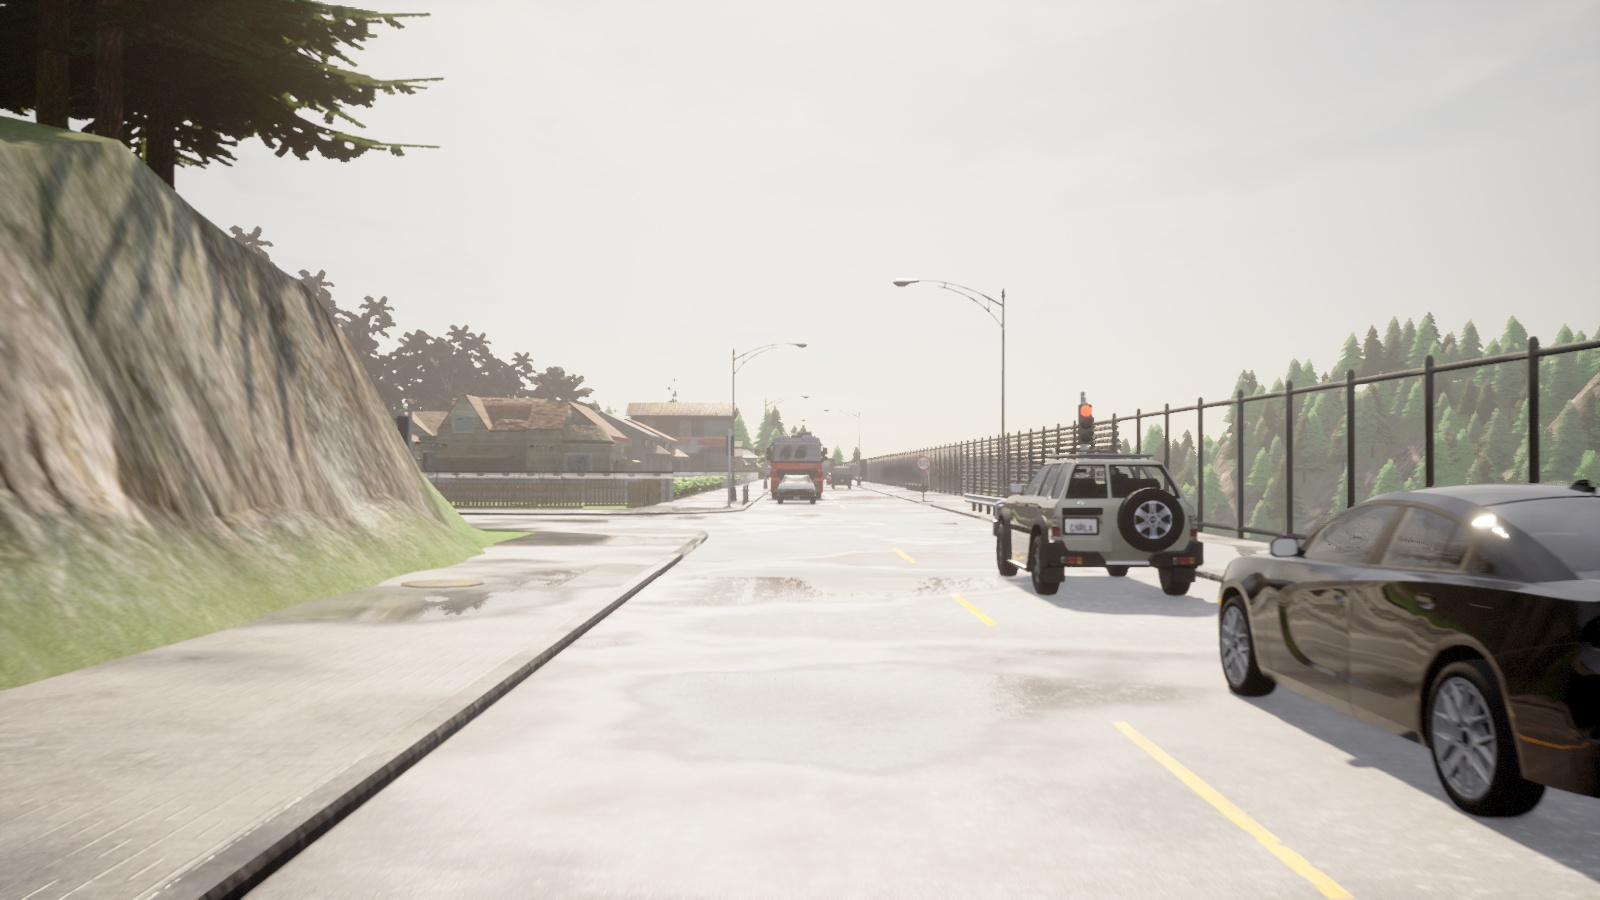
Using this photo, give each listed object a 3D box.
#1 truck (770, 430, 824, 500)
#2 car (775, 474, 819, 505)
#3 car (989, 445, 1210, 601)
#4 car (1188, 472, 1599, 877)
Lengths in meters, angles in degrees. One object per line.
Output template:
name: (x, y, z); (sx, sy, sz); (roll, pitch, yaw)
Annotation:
truck: (-0.182, 0.876, 73.010); (2.891, 3.827, 8.468); (0, -1, 0)
car: (-0.148, 1.891, 61.281); (2.033, 1.411, 5.357); (0, -1, 0)
car: (3.923, 0.906, 17.310); (1.932, 1.855, 4.605); (0, -1, 0)
car: (3.981, 0.899, 7.286); (1.882, 1.535, 5.008); (0, -1, 0)
